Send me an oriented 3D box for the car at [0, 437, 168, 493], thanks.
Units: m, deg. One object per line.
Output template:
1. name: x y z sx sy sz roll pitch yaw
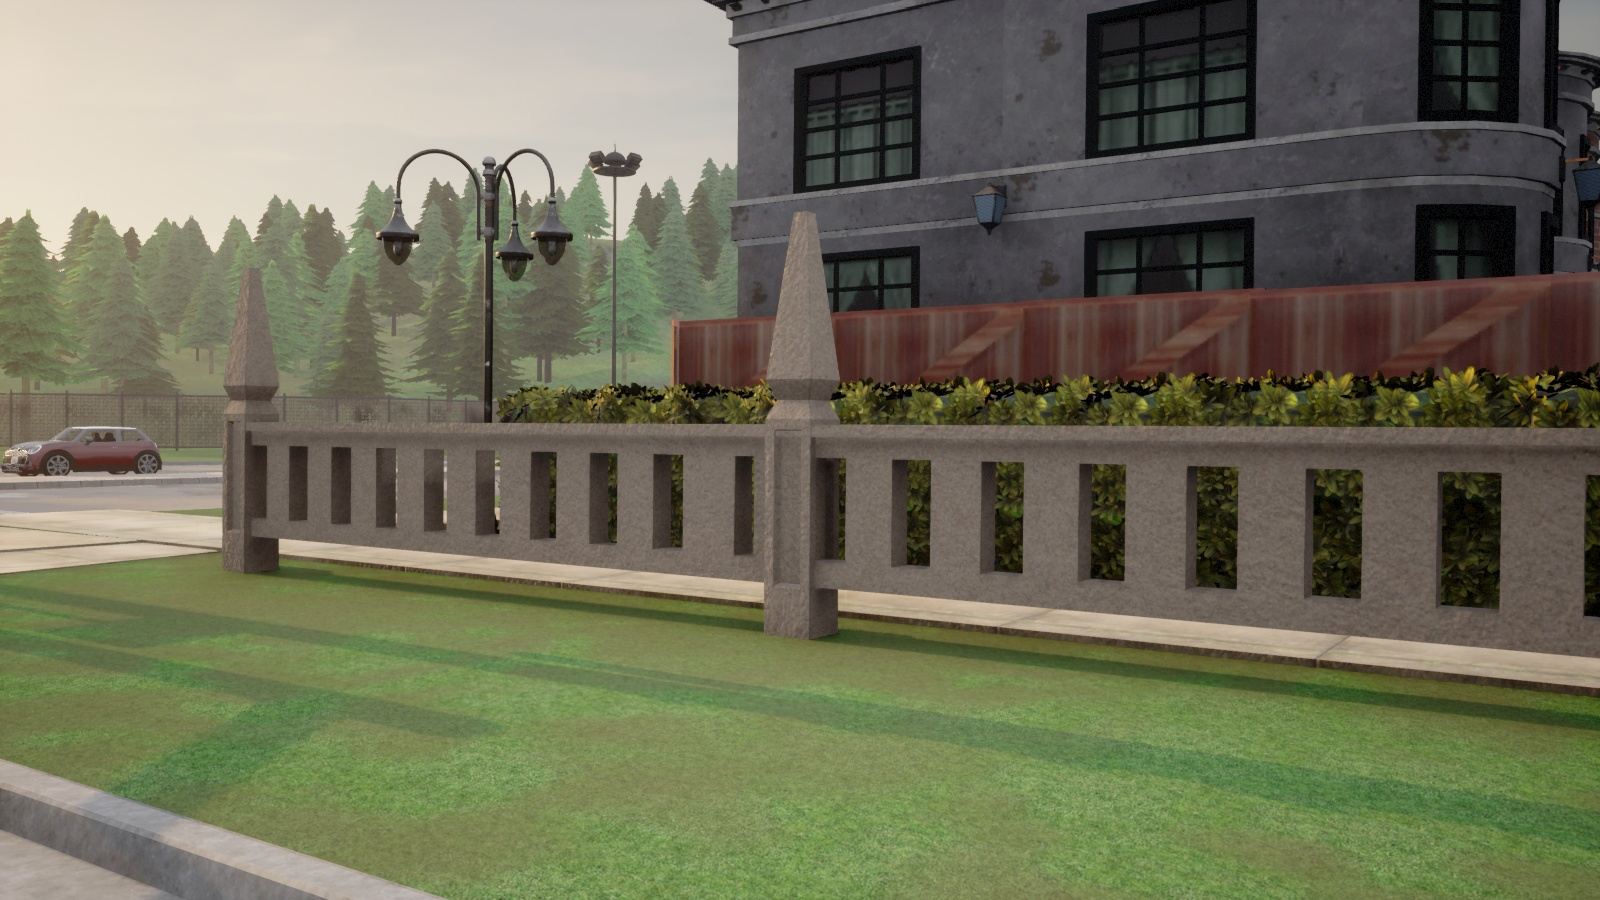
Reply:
1. car: -20.619 0.389 36.179 1.970 1.475 3.806 0 1 34
